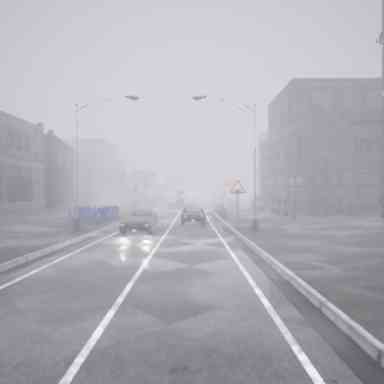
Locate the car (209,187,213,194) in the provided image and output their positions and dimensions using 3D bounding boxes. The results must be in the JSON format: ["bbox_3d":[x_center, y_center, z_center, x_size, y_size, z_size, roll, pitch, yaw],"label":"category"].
[{"bbox_3d":[8.130,0.295,92.082,5.566,2.045,2.435,0,2,-1],"label":"car"}]

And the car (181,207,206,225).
[{"bbox_3d":[0.096,1.841,26.731,1.895,1.301,4.718,0,0,0],"label":"car"}]

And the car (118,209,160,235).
[{"bbox_3d":[-3.078,1.724,20.393,2.033,1.411,5.357,0,-1,0],"label":"car"}]

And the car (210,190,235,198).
[{"bbox_3d":[8.012,0.827,83.825,5.366,1.575,1.946,0,2,-1],"label":"car"}]

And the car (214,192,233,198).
[{"bbox_3d":[8.169,0.772,86.584,4.674,1.452,2.002,0,2,-1],"label":"car"}]

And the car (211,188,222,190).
[{"bbox_3d":[8.101,0.512,89.332,4.553,1.767,2.185,0,2,-1],"label":"car"}]
